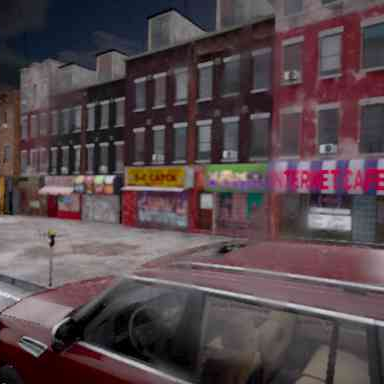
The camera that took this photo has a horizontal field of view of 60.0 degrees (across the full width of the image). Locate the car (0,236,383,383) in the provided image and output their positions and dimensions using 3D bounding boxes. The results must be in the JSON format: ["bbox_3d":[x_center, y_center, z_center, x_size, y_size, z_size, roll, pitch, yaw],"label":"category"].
[{"bbox_3d":[0.372,1.311,2.518,5.009,1.841,2.192,0,1,36],"label":"car"}]
